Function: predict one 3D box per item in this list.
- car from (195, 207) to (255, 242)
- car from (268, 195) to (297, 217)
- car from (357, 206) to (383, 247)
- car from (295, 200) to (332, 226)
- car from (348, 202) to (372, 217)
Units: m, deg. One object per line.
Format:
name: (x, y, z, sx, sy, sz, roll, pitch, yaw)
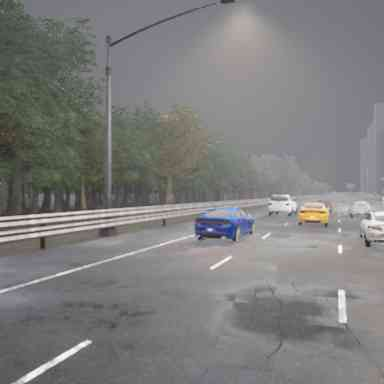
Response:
car: (1.790, 1.508, 16.661, 1.882, 1.535, 5.008, 0, 0, 24)
car: (9.149, 1.313, 33.368, 2.150, 2.045, 5.566, 0, 0, 24)
car: (8.636, 1.579, 14.846, 1.812, 1.442, 4.674, 0, 0, 24)
car: (8.989, 1.549, 24.328, 1.882, 1.535, 5.008, 0, 0, 24)
car: (16.079, 1.640, 31.764, 1.812, 1.442, 4.674, 0, 0, 24)
